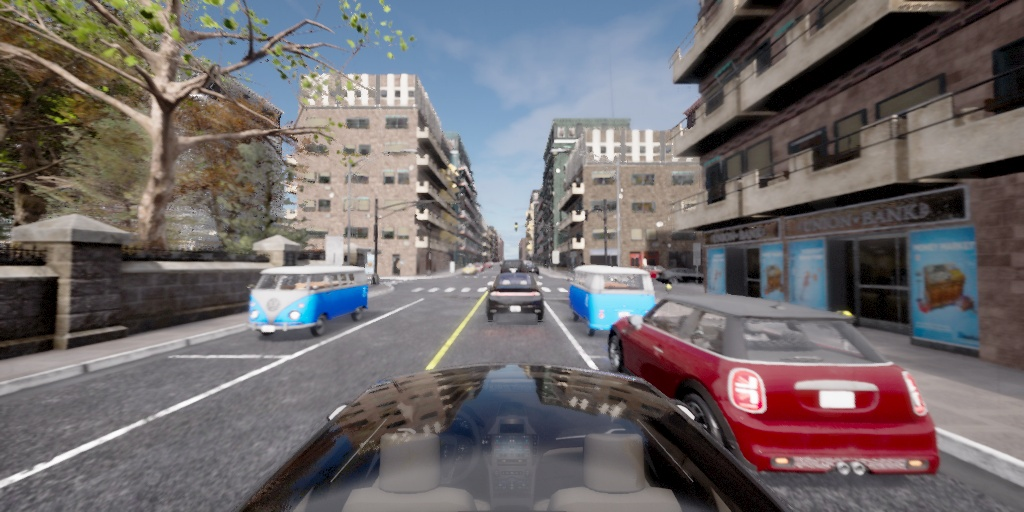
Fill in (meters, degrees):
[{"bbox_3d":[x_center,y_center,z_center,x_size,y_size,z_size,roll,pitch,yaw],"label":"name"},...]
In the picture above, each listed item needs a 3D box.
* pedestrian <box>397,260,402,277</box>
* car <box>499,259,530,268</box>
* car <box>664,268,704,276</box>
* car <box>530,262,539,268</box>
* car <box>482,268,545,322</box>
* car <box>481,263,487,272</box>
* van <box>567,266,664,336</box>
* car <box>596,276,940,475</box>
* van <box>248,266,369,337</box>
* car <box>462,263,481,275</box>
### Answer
[{"bbox_3d":[-12.522,1.382,39.809,0.375,1.860,0.375,0,-2,1],"label":"pedestrian"},{"bbox_3d":[0.113,1.291,30.054,2.150,2.045,5.566,0,0,0],"label":"car"},{"bbox_3d":[13.545,1.623,28.131,4.313,1.339,1.948,0,0,1],"label":"car"},{"bbox_3d":[2.713,1.839,48.348,1.948,1.339,4.313,0,0,0],"label":"car"},{"bbox_3d":[0.104,1.366,12.933,2.128,1.511,4.902,0,-1,0],"label":"car"},{"bbox_3d":[-5.663,1.840,59.636,1.967,1.591,4.097,0,0,0],"label":"car"},{"bbox_3d":[2.661,1.188,10.403,1.690,1.789,3.998,0,0,0],"label":"van"},{"bbox_3d":[2.661,1.226,4.880,1.967,1.591,4.097,0,0,0],"label":"car"},{"bbox_3d":[-5.653,1.187,10.409,1.690,1.789,3.998,0,0,0],"label":"van"},{"bbox_3d":[-5.668,1.798,48.181,1.751,1.417,4.829,0,0,0],"label":"car"}]
